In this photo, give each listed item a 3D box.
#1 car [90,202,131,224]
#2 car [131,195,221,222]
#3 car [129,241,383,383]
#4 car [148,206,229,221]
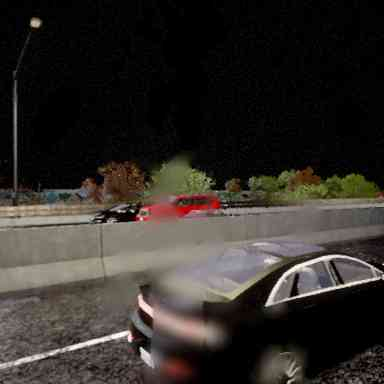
[{"bbox_3d":[-4.319,1.485,22.355,4.892,1.490,1.837,0,0,-35],"label":"car"},{"bbox_3d":[-0.633,1.200,20.672,5.566,2.045,2.150,0,0,-35],"label":"car"},{"bbox_3d":[1.528,1.484,4.815,4.902,1.511,2.128,0,0,-35],"label":"car"},{"bbox_3d":[0.409,1.582,17.126,4.718,1.301,1.895,0,0,-35],"label":"car"}]
